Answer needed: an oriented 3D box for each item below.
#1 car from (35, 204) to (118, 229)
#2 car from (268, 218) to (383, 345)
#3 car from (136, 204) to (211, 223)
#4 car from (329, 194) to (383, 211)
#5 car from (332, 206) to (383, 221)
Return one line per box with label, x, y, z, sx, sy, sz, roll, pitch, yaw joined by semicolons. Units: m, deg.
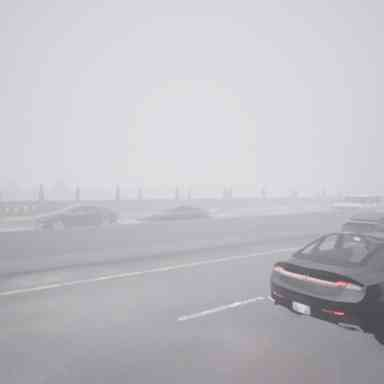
car;-6.997;1.504;20.493;4.892;1.490;1.837;0;0;-35
car;3.583;1.491;6.302;4.902;1.511;2.128;0;0;-35
car;-1.078;1.504;20.413;4.892;1.490;1.837;0;0;-35
car;13.191;1.220;26.274;5.566;2.045;2.150;0;0;-35
car;8.158;1.505;13.863;4.892;1.490;1.837;0;0;-35
